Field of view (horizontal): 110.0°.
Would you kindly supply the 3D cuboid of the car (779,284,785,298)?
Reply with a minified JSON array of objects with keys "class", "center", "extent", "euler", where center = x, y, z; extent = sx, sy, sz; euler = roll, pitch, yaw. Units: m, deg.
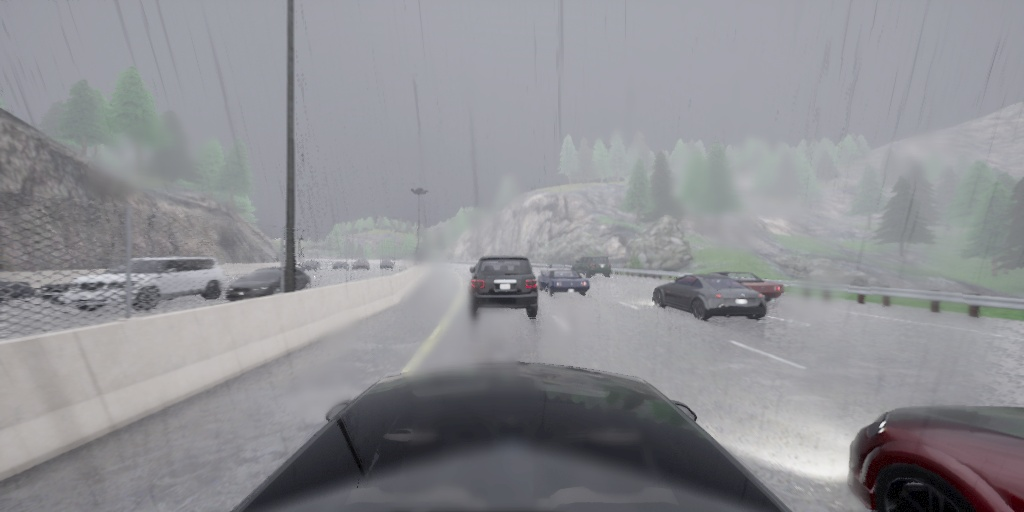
[{"class":"car","center":[9.891,1.356,16.667],"extent":[1.895,1.301,4.718],"euler":[0,0,-5]}]

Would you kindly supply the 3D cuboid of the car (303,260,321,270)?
[{"class":"car","center":[-29.766,1.421,53.423],"extent":[1.837,1.490,4.892],"euler":[0,0,-18]}]

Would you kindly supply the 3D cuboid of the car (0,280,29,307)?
[{"class":"car","center":[-21.594,1.370,13.167],"extent":[2.033,1.411,5.357],"euler":[0,0,-4]}]

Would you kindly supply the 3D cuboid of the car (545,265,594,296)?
[{"class":"car","center":[2.623,1.378,19.406],"extent":[1.895,1.301,4.718],"euler":[0,0,-6]}]

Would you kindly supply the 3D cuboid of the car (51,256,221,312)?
[{"class":"car","center":[-14.740,1.030,15.030],"extent":[2.150,2.045,5.566],"euler":[0,0,-5]}]

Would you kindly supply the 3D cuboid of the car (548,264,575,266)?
[{"class":"car","center":[4.092,1.402,34.314],"extent":[1.895,1.301,4.718],"euler":[0,0,-10]}]

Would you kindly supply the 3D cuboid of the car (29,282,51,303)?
[{"class":"car","center":[-18.402,1.422,16.709],"extent":[1.895,1.301,4.718],"euler":[0,0,-6]}]

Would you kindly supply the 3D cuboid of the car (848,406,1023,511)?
[{"class":"car","center":[3.512,1.304,0.926],"extent":[1.994,1.385,4.181],"euler":[0,0,0]}]

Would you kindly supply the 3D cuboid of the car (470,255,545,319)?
[{"class":"car","center":[-0.364,0.993,13.092],"extent":[2.150,2.045,5.566],"euler":[0,0,-4]}]

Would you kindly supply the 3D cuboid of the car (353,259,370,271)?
[{"class":"car","center":[-22.771,1.255,54.501],"extent":[2.097,1.767,4.553],"euler":[0,0,-18]}]

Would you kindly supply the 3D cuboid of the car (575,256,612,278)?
[{"class":"car","center":[7.600,1.015,34.543],"extent":[2.150,2.045,5.566],"euler":[0,0,-10]}]

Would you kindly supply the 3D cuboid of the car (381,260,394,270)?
[{"class":"car","center":[-20.156,1.406,57.791],"extent":[1.837,1.490,4.892],"euler":[0,0,-18]}]

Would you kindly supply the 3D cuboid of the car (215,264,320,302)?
[{"class":"car","center":[-11.457,1.311,17.314],"extent":[1.837,1.490,4.892],"euler":[0,0,-6]}]

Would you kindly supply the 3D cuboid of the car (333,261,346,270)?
[{"class":"car","center":[-27.350,1.466,57.405],"extent":[2.033,1.411,5.357],"euler":[0,0,-19]}]

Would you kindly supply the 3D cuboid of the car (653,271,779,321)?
[{"class":"car","center":[6.650,1.319,12.569],"extent":[1.994,1.385,4.181],"euler":[0,0,-3]}]
